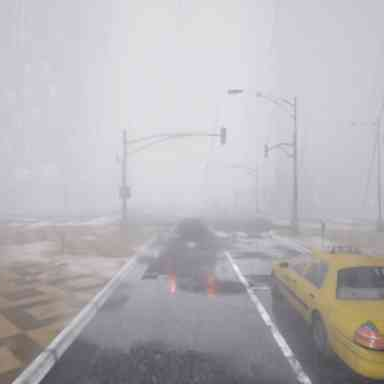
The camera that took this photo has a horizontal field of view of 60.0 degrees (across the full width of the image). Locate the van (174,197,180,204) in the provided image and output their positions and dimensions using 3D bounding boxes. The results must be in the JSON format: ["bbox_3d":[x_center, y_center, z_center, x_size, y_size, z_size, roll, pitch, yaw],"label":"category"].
[{"bbox_3d":[-4.353,2.395,95.418,1.690,1.788,3.998,0,-1,0],"label":"van"}]

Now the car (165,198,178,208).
[{"bbox_3d":[-4.142,2.293,62.252,1.802,1.307,4.206,0,-1,0],"label":"car"}]

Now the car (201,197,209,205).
[{"bbox_3d":[3.633,2.201,78.886,2.192,1.841,5.009,0,-1,0],"label":"car"}]

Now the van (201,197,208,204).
[{"bbox_3d":[3.527,2.395,95.468,1.690,1.788,3.998,0,-1,0],"label":"van"}]

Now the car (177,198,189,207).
[{"bbox_3d":[-1.630,2.341,70.677,2.033,1.411,5.357,0,-1,0],"label":"car"}]

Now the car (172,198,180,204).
[{"bbox_3d":[-4.318,2.438,89.890,1.967,1.590,4.097,0,-1,0],"label":"car"}]

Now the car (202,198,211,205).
[{"bbox_3d":[3.598,2.382,84.413,1.967,1.590,4.097,0,-1,0],"label":"car"}]

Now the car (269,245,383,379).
[{"bbox_3d":[2.560,1.593,5.846,1.752,1.417,4.829,0,-1,0],"label":"car"}]

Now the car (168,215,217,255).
[{"bbox_3d":[0.015,1.683,13.864,1.812,1.442,4.674,0,0,1],"label":"car"}]

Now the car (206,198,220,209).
[{"bbox_3d":[3.823,2.219,56.776,1.947,1.339,4.313,0,-1,0],"label":"car"}]

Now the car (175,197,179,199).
[{"bbox_3d":[-4.247,2.451,78.834,1.947,1.339,4.313,0,-1,0],"label":"car"}]
